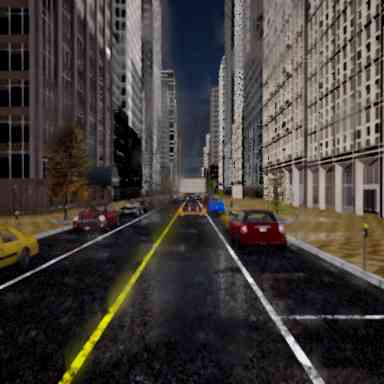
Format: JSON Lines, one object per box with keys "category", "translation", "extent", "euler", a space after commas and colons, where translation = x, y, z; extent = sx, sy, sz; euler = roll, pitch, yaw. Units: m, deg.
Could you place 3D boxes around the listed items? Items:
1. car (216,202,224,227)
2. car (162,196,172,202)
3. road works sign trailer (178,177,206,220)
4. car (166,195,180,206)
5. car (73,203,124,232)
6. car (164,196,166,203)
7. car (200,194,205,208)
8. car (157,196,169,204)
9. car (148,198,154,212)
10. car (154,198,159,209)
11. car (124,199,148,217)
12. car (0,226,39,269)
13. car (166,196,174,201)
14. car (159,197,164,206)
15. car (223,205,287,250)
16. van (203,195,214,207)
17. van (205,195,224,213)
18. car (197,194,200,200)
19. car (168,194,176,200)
{"category": "car", "translation": [2.673, 1.542, 20.305], "extent": [1.752, 1.417, 4.829], "euler": [-1, 0, 0]}
{"category": "car", "translation": [-5.734, 1.611, 76.967], "extent": [2.008, 1.369, 4.403], "euler": [-1, 0, 0]}
{"category": "road works sign trailer", "translation": [0.016, 0.487, 28.560], "extent": [2.380, 3.560, 2.880], "euler": [0, 0, 1]}
{"category": "car", "translation": [-3.073, 1.593, 57.931], "extent": [2.033, 1.411, 5.357], "euler": [0, 0, 1]}
{"category": "car", "translation": [-5.709, 1.456, 20.131], "extent": [1.967, 1.590, 4.097], "euler": [-1, 0, 0]}
{"category": "car", "translation": [-5.723, 1.625, 54.233], "extent": [1.802, 1.307, 4.206], "euler": [-1, 0, 0]}
{"category": "car", "translation": [2.658, 1.354, 48.553], "extent": [2.192, 1.841, 5.009], "euler": [-1, 0, 0]}
{"category": "car", "translation": [-5.729, 1.602, 65.600], "extent": [2.008, 1.369, 4.403], "euler": [-1, 0, 0]}
{"category": "car", "translation": [-5.715, 1.595, 37.182], "extent": [1.947, 1.339, 4.313], "euler": [-1, 0, 0]}
{"category": "car", "translation": [-5.718, 1.578, 42.866], "extent": [1.887, 1.381, 4.507], "euler": [-1, 0, 0]}
{"category": "car", "translation": [-5.713, 1.575, 31.498], "extent": [2.008, 1.369, 4.403], "euler": [-1, 0, 0]}
{"category": "car", "translation": [-5.702, 1.532, 8.594], "extent": [1.752, 1.417, 4.829], "euler": [-1, 0, 0]}
{"category": "car", "translation": [-5.739, 1.650, 88.334], "extent": [1.802, 1.307, 4.206], "euler": [-1, 0, 0]}
{"category": "car", "translation": [-5.721, 1.589, 48.549], "extent": [2.008, 1.369, 4.403], "euler": [-1, 0, 0]}
{"category": "car", "translation": [2.674, 1.452, 14.452], "extent": [1.967, 1.590, 4.097], "euler": [-1, 0, 0]}
{"category": "van", "translation": [2.655, 1.384, 54.237], "extent": [1.690, 1.788, 3.998], "euler": [-1, 0, 0]}
{"category": "van", "translation": [2.663, 1.371, 37.186], "extent": [1.690, 1.788, 3.998], "euler": [-1, 0, 0]}
{"category": "car", "translation": [2.647, 1.611, 76.971], "extent": [2.008, 1.369, 4.403], "euler": [-1, 0, 0]}
{"category": "car", "translation": [-5.742, 1.512, 94.018], "extent": [1.967, 1.590, 4.097], "euler": [-1, 0, 0]}
